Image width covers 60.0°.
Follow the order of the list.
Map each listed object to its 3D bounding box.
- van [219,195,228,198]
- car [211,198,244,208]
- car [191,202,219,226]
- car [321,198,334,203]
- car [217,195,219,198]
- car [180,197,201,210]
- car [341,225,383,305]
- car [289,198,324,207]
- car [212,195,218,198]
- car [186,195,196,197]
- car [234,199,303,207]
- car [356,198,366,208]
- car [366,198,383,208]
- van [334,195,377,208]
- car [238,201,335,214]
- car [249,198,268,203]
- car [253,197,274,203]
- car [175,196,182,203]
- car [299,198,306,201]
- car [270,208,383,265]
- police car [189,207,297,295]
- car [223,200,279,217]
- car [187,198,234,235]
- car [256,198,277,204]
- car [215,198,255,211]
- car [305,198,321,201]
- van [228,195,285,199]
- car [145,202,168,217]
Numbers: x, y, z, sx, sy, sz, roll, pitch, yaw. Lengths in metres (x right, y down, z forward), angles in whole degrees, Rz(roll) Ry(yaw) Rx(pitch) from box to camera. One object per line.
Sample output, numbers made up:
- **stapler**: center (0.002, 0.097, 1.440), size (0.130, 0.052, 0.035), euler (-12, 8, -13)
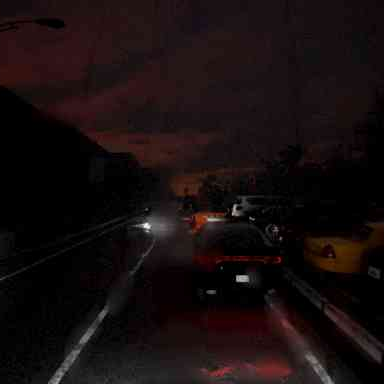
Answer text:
- **van**: center (5.351, 1.334, 34.077), size (4.442, 1.987, 1.878), euler (0, 0, 0)
- **car**: center (5.396, 1.670, 50.892), size (4.892, 1.521, 2.231), euler (0, -1, 0)
- **car**: center (0.882, 1.561, 24.783), size (1.837, 1.490, 4.892), euler (0, 0, 0)
- **car**: center (18.491, 1.460, 39.776), size (4.553, 1.767, 2.185), euler (0, 0, 0)
- **car**: center (5.423, 1.445, 36.881), size (4.553, 1.767, 2.185), euler (0, 0, 0)
- **car**: center (-0.143, 1.706, 44.830), size (1.994, 1.385, 4.181), euler (0, 0, 1)
- **car**: center (5.642, 1.507, 6.047), size (4.792, 1.488, 2.163), euler (0, 0, 0)
- **car**: center (18.467, 1.698, 53.698), size (5.008, 1.535, 2.097), euler (0, -1, 0)
- **car**: center (5.471, 1.334, 39.683), size (5.566, 2.045, 2.435), euler (0, 0, 0)
- **car**: center (-0.231, 1.543, 60.292), size (2.150, 2.045, 5.566), euler (0, -1, 0)
- **car**: center (5.504, 1.526, 25.667), size (5.008, 1.535, 2.097), euler (0, 0, 0)
- **car**: center (18.557, 1.590, 31.423), size (4.674, 1.452, 2.002), euler (0, 0, 0)
- **car**: center (18.388, 1.536, 28.637), size (5.366, 1.575, 1.946), euler (0, 0, 0)
- **van**: center (18.650, 1.345, 36.996), size (4.442, 1.987, 1.878), euler (0, 0, 0)
- **car**: center (5.534, 1.505, 20.056), size (4.892, 1.521, 2.231), euler (0, 0, 0)
- **car**: center (18.347, 2.249, 91.878), size (4.674, 1.452, 2.002), euler (0, -1, 0)
- **car**: center (18.377, 2.120, 85.329), size (5.008, 1.535, 2.097), euler (0, -1, 0)
- **car**: center (-3.619, 2.025, 94.788), size (2.150, 2.045, 5.566), euler (0, -1, 0)
- **car**: center (18.496, 1.642, 48.130), size (5.008, 1.535, 2.097), euler (0, -1, 0)
- **car**: center (5.578, 1.482, 11.650), size (5.008, 1.535, 2.097), euler (0, 0, 0)
- **police car**: center (0.944, 1.435, 8.864), size (1.930, 1.638, 5.238), euler (0, 0, 0)
- **car**: center (5.475, 1.550, 31.273), size (4.892, 1.521, 2.231), euler (0, 0, 0)
- **car**: center (0.905, 1.385, 18.745), size (2.097, 1.767, 4.553), euler (0, 0, 0)
- **car**: center (18.379, 2.118, 82.180), size (4.674, 1.452, 2.002), euler (0, -1, 0)
- **car**: center (5.437, 1.601, 42.487), size (4.892, 1.521, 2.231), euler (0, 0, 0)
- **car**: center (18.503, 1.661, 45.343), size (4.674, 1.452, 2.002), euler (0, 0, 0)
- **van**: center (5.611, 1.312, 28.472), size (4.442, 1.987, 1.878), euler (0, 0, 0)
- **car**: center (-3.476, 1.691, 32.946), size (1.895, 1.301, 4.718), euler (0, 0, 0)
